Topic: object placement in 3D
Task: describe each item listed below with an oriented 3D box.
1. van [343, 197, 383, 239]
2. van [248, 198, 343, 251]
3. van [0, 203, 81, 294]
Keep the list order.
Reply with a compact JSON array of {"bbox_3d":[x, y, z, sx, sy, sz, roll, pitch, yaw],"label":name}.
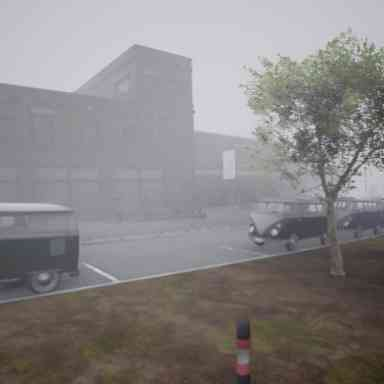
[{"bbox_3d":[8.402,1.270,17.381,4.442,1.987,1.878,2,0,-42],"label":"van"},{"bbox_3d":[4.157,1.240,13.760,4.442,1.987,1.878,2,0,-41],"label":"van"},{"bbox_3d":[-4.772,1.211,7.022,4.442,1.987,1.878,1,0,-37],"label":"van"}]
